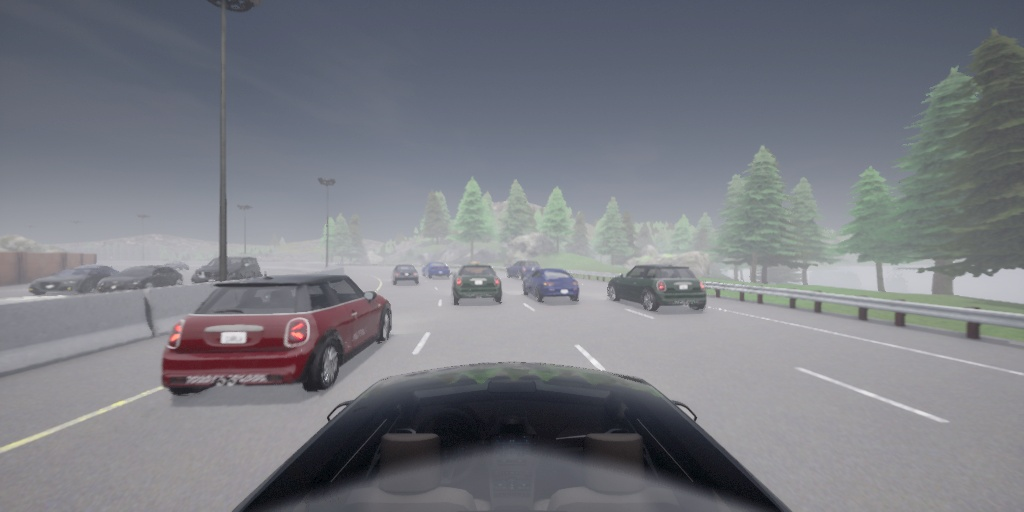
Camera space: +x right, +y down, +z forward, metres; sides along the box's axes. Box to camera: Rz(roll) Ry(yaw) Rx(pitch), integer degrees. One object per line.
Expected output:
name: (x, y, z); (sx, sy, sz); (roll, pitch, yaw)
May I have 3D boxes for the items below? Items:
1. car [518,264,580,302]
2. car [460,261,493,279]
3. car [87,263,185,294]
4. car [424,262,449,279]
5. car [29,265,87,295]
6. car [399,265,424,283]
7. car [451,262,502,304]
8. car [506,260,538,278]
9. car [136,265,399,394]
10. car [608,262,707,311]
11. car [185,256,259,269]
car: (1.768, 1.310, 17.150); (1.812, 1.442, 4.674); (0, 0, -10)
car: (-3.501, 1.310, 34.326); (1.882, 1.535, 5.008); (0, 0, -22)
car: (-20.798, 1.326, 20.343); (1.837, 1.490, 4.892); (0, 0, -18)
car: (-7.471, 1.316, 34.661); (1.882, 1.535, 5.008); (0, 0, -24)
car: (-24.504, 1.389, 20.382); (1.994, 1.385, 4.181); (0, 0, -20)
car: (-8.458, 1.371, 28.128); (2.033, 1.411, 5.357); (0, 0, -20)
car: (-1.779, 1.141, 17.030); (2.097, 1.767, 4.553); (0, 0, -10)
car: (1.059, 1.174, 32.209); (2.097, 1.767, 4.553); (0, 0, -20)
car: (-3.873, 1.119, 6.919); (2.097, 1.767, 4.553); (0, 0, -4)
car: (5.700, 1.126, 14.724); (2.097, 1.767, 4.553); (0, 0, -9)
car: (-17.923, 1.045, 22.883); (2.150, 2.045, 5.566); (0, 0, -19)
